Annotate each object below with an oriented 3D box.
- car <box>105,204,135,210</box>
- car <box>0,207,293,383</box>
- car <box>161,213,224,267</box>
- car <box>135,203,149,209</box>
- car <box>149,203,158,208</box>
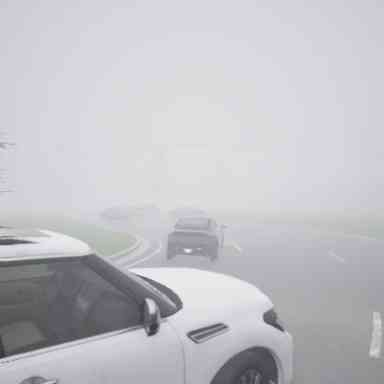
[{"bbox_3d":[-7.621,2.158,32.354,2.033,1.411,5.357,0,-1,-29],"label":"car"},{"bbox_3d":[-1.592,1.285,2.557,5.566,2.045,2.150,0,-1,-38],"label":"car"},{"bbox_3d":[0.235,1.737,13.447,1.837,1.490,4.892,1,-1,9],"label":"car"},{"bbox_3d":[-6.981,2.192,38.748,1.882,1.535,5.008,0,-1,-26],"label":"car"},{"bbox_3d":[-5.855,2.314,44.718,1.837,1.490,4.892,0,-1,-24],"label":"car"}]
